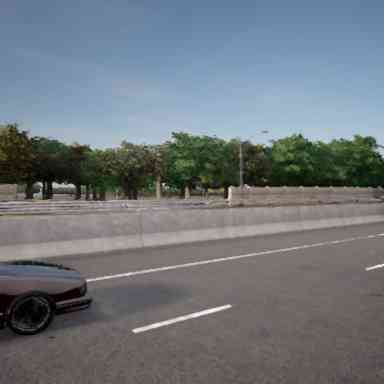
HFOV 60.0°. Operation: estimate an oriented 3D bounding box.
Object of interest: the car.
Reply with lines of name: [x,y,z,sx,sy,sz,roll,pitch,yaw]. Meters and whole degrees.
car: [-4.357,1.548,4.938,5.357,1.411,2.033,0,0,-35]
